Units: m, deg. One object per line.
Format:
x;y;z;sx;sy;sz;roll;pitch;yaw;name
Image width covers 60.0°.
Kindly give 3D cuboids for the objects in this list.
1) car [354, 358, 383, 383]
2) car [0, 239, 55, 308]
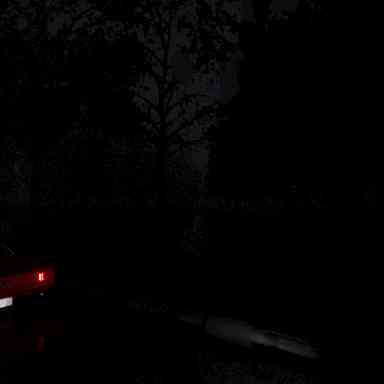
3.139;1.504;1.139;4.892;1.490;1.837;0;0;35;car
-5.016;1.611;6.981;4.718;1.301;1.895;0;0;36;car
